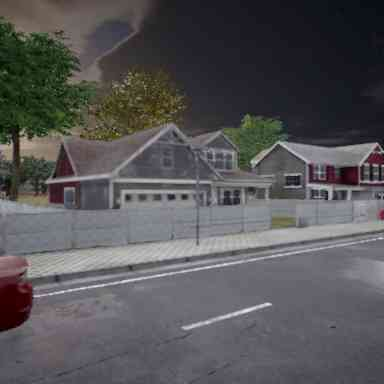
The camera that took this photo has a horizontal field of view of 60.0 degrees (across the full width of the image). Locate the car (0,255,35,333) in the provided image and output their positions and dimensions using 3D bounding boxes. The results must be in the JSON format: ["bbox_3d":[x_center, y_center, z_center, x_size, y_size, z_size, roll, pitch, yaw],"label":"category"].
[{"bbox_3d":[-4.792,1.478,4.263,5.008,1.535,1.882,0,0,-35],"label":"car"}]
